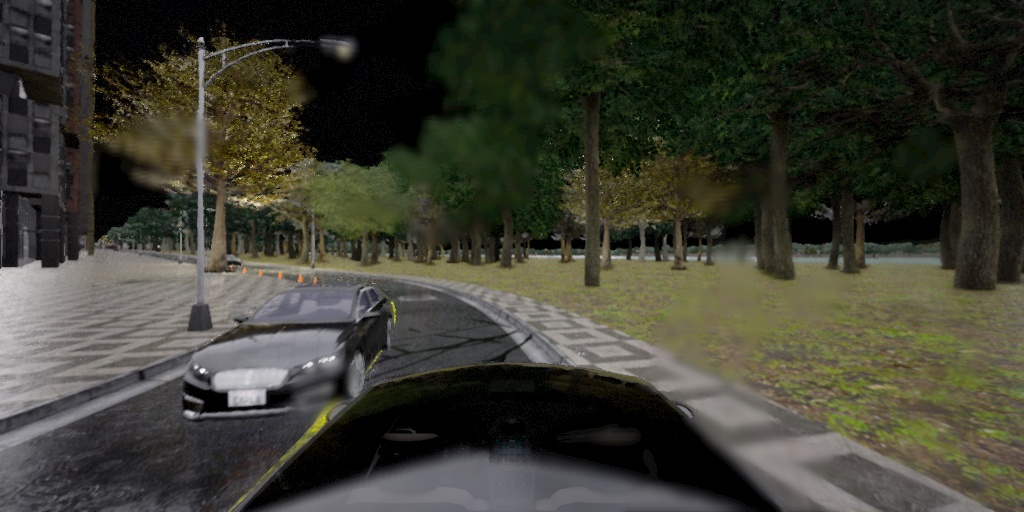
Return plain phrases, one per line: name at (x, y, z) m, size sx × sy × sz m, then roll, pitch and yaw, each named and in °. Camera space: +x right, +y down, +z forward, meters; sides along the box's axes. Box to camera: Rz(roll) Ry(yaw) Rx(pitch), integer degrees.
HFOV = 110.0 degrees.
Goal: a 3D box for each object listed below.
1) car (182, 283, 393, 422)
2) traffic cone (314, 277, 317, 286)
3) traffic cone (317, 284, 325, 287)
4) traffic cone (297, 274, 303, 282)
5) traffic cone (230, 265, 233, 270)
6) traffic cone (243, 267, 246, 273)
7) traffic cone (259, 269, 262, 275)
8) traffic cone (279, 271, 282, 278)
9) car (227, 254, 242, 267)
car at (-3.289, 1.264, 6.263) m, size 2.128 × 1.511 × 4.902 m, roll 0°, pitch 0°, yaw -10°
traffic cone at (-12.123, 1.600, 22.094) m, size 0.340 × 0.580 × 0.340 m, roll 0°, pitch 0°, yaw -37°
traffic cone at (-9.576, 1.646, 18.196) m, size 0.340 × 0.580 × 0.340 m, roll 0°, pitch 0°, yaw -30°
traffic cone at (-15.143, 1.551, 25.639) m, size 0.340 × 0.580 × 0.340 m, roll 0°, pitch 0°, yaw -44°
traffic cone at (-30.115, 1.295, 38.464) m, size 0.340 × 0.580 × 0.340 m, roll 0°, pitch 0°, yaw 40°
traffic cone at (-26.284, 1.369, 35.250) m, size 0.340 × 0.580 × 0.340 m, roll 0°, pitch 0°, yaw 40°
traffic cone at (-22.454, 1.434, 32.036) m, size 0.340 × 0.580 × 0.340 m, roll 0°, pitch 0°, yaw 40°
traffic cone at (-18.624, 1.496, 28.821) m, size 0.340 × 0.580 × 0.340 m, roll 0°, pitch 0°, yaw 40°
car at (-37.673, 0.510, 47.500) m, size 4.553 × 1.767 × 2.097 m, roll 1°, pitch 1°, yaw 37°
